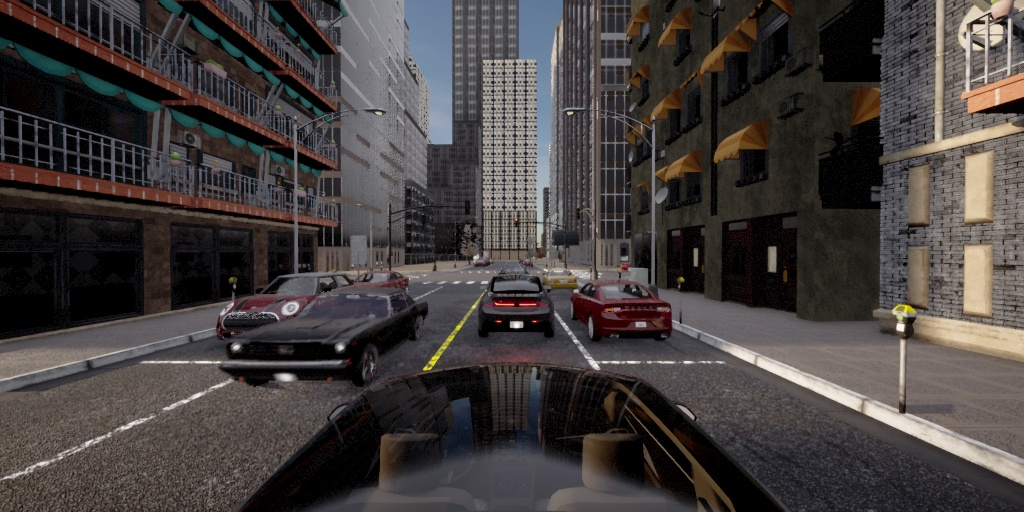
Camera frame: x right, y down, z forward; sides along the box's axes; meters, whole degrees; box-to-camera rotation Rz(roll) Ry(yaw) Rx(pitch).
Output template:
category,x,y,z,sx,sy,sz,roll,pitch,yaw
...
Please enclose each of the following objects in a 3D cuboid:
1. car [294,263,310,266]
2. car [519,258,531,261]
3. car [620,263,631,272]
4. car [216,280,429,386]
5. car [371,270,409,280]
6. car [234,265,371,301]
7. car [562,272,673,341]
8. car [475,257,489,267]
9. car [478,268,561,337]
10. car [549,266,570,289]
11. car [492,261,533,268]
category,x,y,z,sx,sy,sz,roll,pitch,yaw
car,-23.806,1.494,39.590,4.097,1.591,1.967,0,0,0
car,2.736,1.186,64.275,1.967,1.591,4.097,0,0,0
car,14.291,1.005,39.882,4.507,1.381,1.888,0,0,0
car,-3.090,1.350,7.104,1.895,1.301,4.718,0,0,0
car,-5.682,1.293,15.246,1.888,1.381,4.507,0,0,0
car,-5.686,1.188,9.722,1.967,1.591,4.097,0,0,0
car,2.696,1.294,9.702,1.888,1.381,4.507,0,0,0
car,-5.644,1.291,64.282,1.888,1.381,4.507,0,0,0
car,0.106,1.253,10.253,1.837,1.490,4.892,0,0,0
car,2.704,1.273,20.919,1.751,1.417,4.829,0,0,0
car,0.113,1.239,20.386,2.128,1.511,4.902,0,0,0
